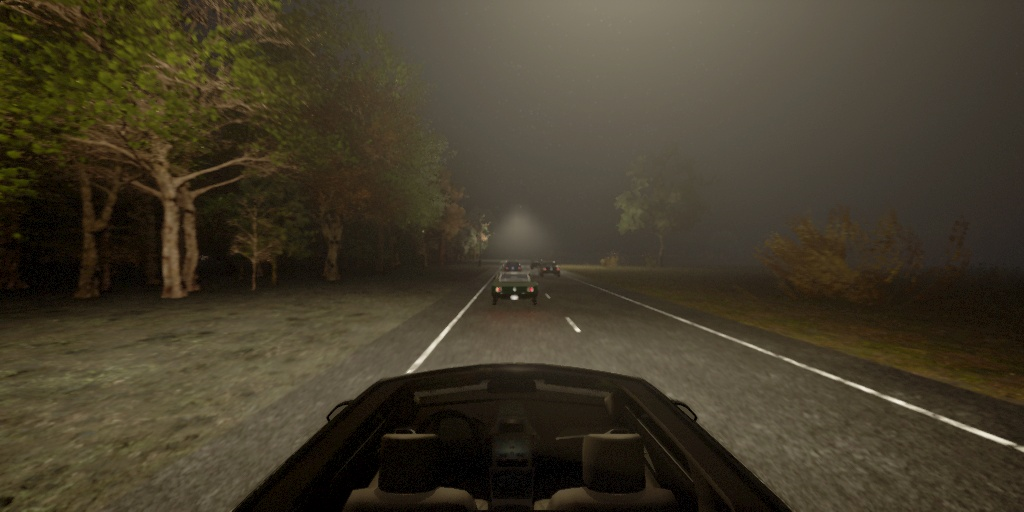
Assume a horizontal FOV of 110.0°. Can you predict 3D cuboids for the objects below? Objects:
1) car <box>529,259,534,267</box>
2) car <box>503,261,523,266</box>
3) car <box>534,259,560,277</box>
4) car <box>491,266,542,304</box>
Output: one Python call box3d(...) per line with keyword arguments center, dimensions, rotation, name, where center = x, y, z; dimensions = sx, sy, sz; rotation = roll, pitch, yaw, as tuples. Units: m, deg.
box3d(center=(3.564, 1.124, 51.431), dimensions=(2.128, 1.511, 4.902), rotation=(0, 0, 0), name="car")
box3d(center=(0.100, 1.219, 36.753), dimensions=(2.033, 1.411, 5.357), rotation=(0, 0, 0), name="car")
box3d(center=(3.511, 1.220, 34.487), dimensions=(2.033, 1.411, 5.357), rotation=(0, 0, 0), name="car")
box3d(center=(0.103, 1.321, 16.087), dimensions=(1.895, 1.301, 4.718), rotation=(0, 0, 0), name="car")
